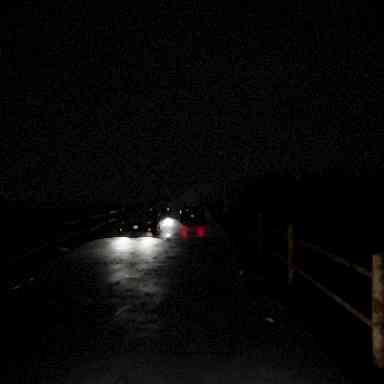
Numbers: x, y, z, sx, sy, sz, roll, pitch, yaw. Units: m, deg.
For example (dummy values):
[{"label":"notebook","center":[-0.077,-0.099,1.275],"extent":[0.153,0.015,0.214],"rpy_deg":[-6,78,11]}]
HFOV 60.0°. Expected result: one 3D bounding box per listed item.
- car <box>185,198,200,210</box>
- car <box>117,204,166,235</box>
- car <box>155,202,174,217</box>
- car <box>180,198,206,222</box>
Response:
[{"label":"car","center":[0.067,1.530,44.031],"extent":[1.812,1.442,4.674],"rpy_deg":[0,0,0]},{"label":"car","center":[-2.813,1.566,18.557],"extent":[1.994,1.385,4.181],"rpy_deg":[0,0,0]},{"label":"car","center":[-2.804,1.603,31.404],"extent":[1.895,1.301,4.718],"rpy_deg":[0,0,0]},{"label":"car","center":[0.054,1.494,25.997],"extent":[2.128,1.511,4.902],"rpy_deg":[0,0,0]}]
